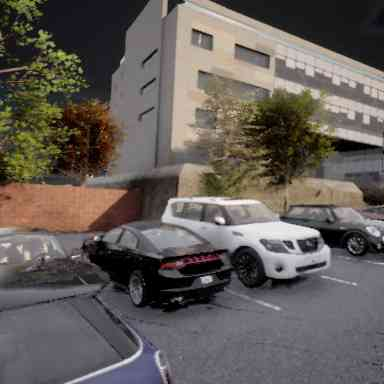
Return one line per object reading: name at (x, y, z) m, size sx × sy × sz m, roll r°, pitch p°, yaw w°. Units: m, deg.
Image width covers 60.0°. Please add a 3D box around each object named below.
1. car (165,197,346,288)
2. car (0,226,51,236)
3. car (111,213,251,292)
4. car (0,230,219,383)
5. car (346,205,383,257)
car at (1.125, 1.193, 9.733) m, size 2.435 × 2.045 × 5.566 m, roll 0°, pitch 0°, yaw -35°
car at (-3.444, 1.476, 6.518) m, size 2.231 × 1.521 × 4.892 m, roll 0°, pitch 0°, yaw -35°
car at (-1.163, 1.459, 8.129) m, size 2.097 × 1.535 × 5.008 m, roll 0°, pitch 0°, yaw -35°
car at (-2.301, 1.358, 1.736) m, size 4.553 × 1.767 × 2.097 m, roll 0°, pitch 0°, yaw -35°
car at (5.538, 1.288, 12.953) m, size 2.185 × 1.767 × 4.553 m, roll 0°, pitch 0°, yaw -35°
